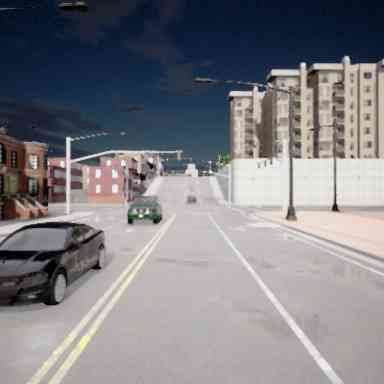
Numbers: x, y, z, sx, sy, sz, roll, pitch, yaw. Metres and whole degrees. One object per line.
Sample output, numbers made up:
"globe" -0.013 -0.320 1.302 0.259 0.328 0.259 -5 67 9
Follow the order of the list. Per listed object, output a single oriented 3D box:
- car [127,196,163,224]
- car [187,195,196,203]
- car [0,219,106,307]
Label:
"car" -3.513 1.313 25.678 2.150 2.045 5.566 0 0 0
"car" -0.034 1.362 69.390 2.128 1.511 4.902 0 5 0
"car" -3.588 1.509 8.346 1.882 1.535 5.008 0 0 0
